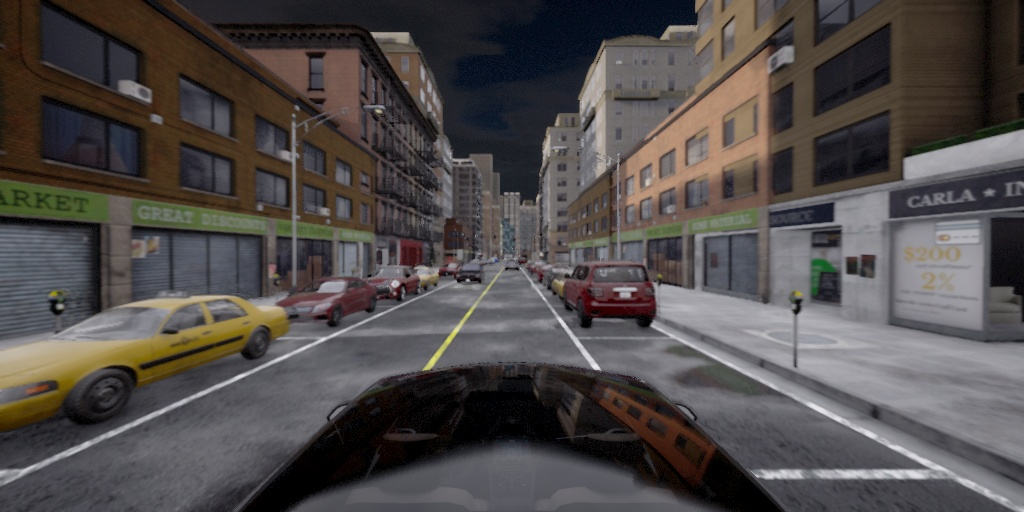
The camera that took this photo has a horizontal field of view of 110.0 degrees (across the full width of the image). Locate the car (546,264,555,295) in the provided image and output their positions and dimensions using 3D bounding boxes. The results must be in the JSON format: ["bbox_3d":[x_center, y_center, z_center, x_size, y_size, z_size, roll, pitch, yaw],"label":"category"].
[{"bbox_3d":[2.864,1.279,17.083,1.751,1.417,4.829,0,0,0],"label":"car"}]

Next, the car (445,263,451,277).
[{"bbox_3d":[-5.654,1.318,33.406,1.888,1.381,4.507,0,0,0],"label":"car"}]

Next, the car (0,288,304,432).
[{"bbox_3d":[-5.667,1.276,5.753,1.751,1.417,4.829,0,0,0],"label":"car"}]

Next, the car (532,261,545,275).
[{"bbox_3d":[2.869,1.309,27.906,1.888,1.381,4.507,0,0,0],"label":"car"}]

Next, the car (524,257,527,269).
[{"bbox_3d":[2.877,1.229,44.396,1.967,1.591,4.097,0,0,0],"label":"car"}]

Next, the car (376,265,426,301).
[{"bbox_3d":[-5.662,1.194,16.917,1.967,1.591,4.097,0,0,0],"label":"car"}]

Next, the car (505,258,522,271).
[{"bbox_3d":[0.023,1.365,49.658,1.994,1.385,4.181,0,0,0],"label":"car"}]

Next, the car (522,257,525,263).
[{"bbox_3d":[2.883,1.339,55.560,1.751,1.417,4.829,0,0,0],"label":"car"}]

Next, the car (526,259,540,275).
[{"bbox_3d":[2.875,1.220,38.899,1.967,1.591,4.097,0,0,0],"label":"car"}]

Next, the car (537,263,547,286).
[{"bbox_3d":[2.867,1.308,22.409,2.007,1.370,4.403,0,0,0],"label":"car"}]

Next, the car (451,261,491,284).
[{"bbox_3d":[-3.044,1.312,27.581,2.033,1.411,5.357,0,0,0],"label":"car"}]

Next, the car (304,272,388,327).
[{"bbox_3d":[-5.664,1.333,11.420,1.802,1.307,4.207,0,0,0],"label":"car"}]

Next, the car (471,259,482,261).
[{"bbox_3d":[-5.643,1.254,55.393,1.967,1.591,4.097,0,0,0],"label":"car"}]

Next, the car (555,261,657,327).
[{"bbox_3d":[2.862,1.065,11.416,2.192,1.841,5.009,0,0,0],"label":"car"}]

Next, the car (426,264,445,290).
[{"bbox_3d":[-5.659,1.284,22.243,1.751,1.417,4.829,0,0,0],"label":"car"}]
